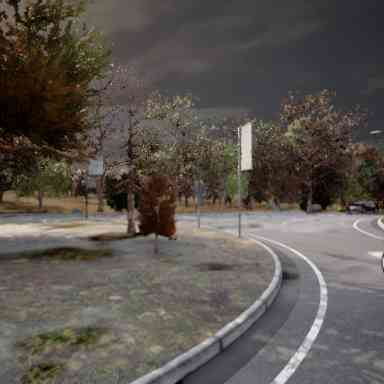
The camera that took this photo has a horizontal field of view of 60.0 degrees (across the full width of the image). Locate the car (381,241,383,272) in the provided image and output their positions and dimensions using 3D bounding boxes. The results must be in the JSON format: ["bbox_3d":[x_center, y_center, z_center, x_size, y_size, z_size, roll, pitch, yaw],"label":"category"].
[{"bbox_3d":[5.352,1.479,6.897,1.837,1.490,4.892,0,0,21],"label":"car"}]

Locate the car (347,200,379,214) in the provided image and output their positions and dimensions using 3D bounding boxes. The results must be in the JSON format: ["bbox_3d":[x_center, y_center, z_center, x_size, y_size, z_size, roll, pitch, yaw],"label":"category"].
[{"bbox_3d":[20.068,1.729,38.972,4.902,1.511,2.128,3,-2,-36],"label":"car"}]
